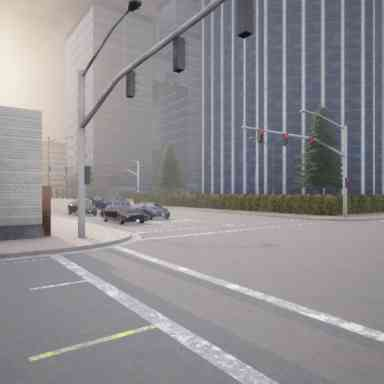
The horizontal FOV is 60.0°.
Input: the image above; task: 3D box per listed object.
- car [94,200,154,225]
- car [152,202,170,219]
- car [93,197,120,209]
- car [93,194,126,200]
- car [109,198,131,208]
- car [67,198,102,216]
[{"bbox_3d":[-5.305,1.603,25.232,2.033,1.411,5.357,0,0,-36],"label":"car"},{"bbox_3d":[-3.711,1.581,29.045,1.812,1.442,4.674,0,0,-36],"label":"car"},{"bbox_3d":[-12.203,1.547,47.167,2.128,1.511,4.902,0,0,-36],"label":"car"},{"bbox_3d":[-9.374,1.277,36.917,2.150,2.045,5.566,0,0,-36],"label":"car"},{"bbox_3d":[-11.274,1.619,51.872,1.994,1.385,4.181,0,0,-36],"label":"car"},{"bbox_3d":[-10.975,1.560,33.141,1.837,1.490,4.892,0,0,-36],"label":"car"}]
